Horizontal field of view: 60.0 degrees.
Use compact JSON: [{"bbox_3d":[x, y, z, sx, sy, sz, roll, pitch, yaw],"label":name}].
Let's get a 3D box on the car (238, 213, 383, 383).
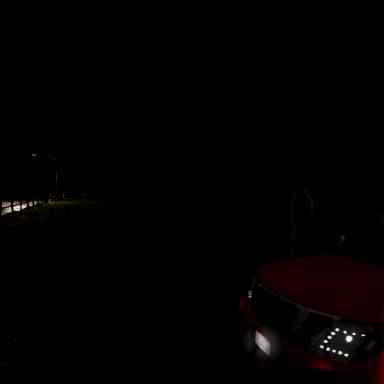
[{"bbox_3d":[3.394,1.224,4.242,5.566,2.045,2.150,0,0,-16],"label":"car"}]
